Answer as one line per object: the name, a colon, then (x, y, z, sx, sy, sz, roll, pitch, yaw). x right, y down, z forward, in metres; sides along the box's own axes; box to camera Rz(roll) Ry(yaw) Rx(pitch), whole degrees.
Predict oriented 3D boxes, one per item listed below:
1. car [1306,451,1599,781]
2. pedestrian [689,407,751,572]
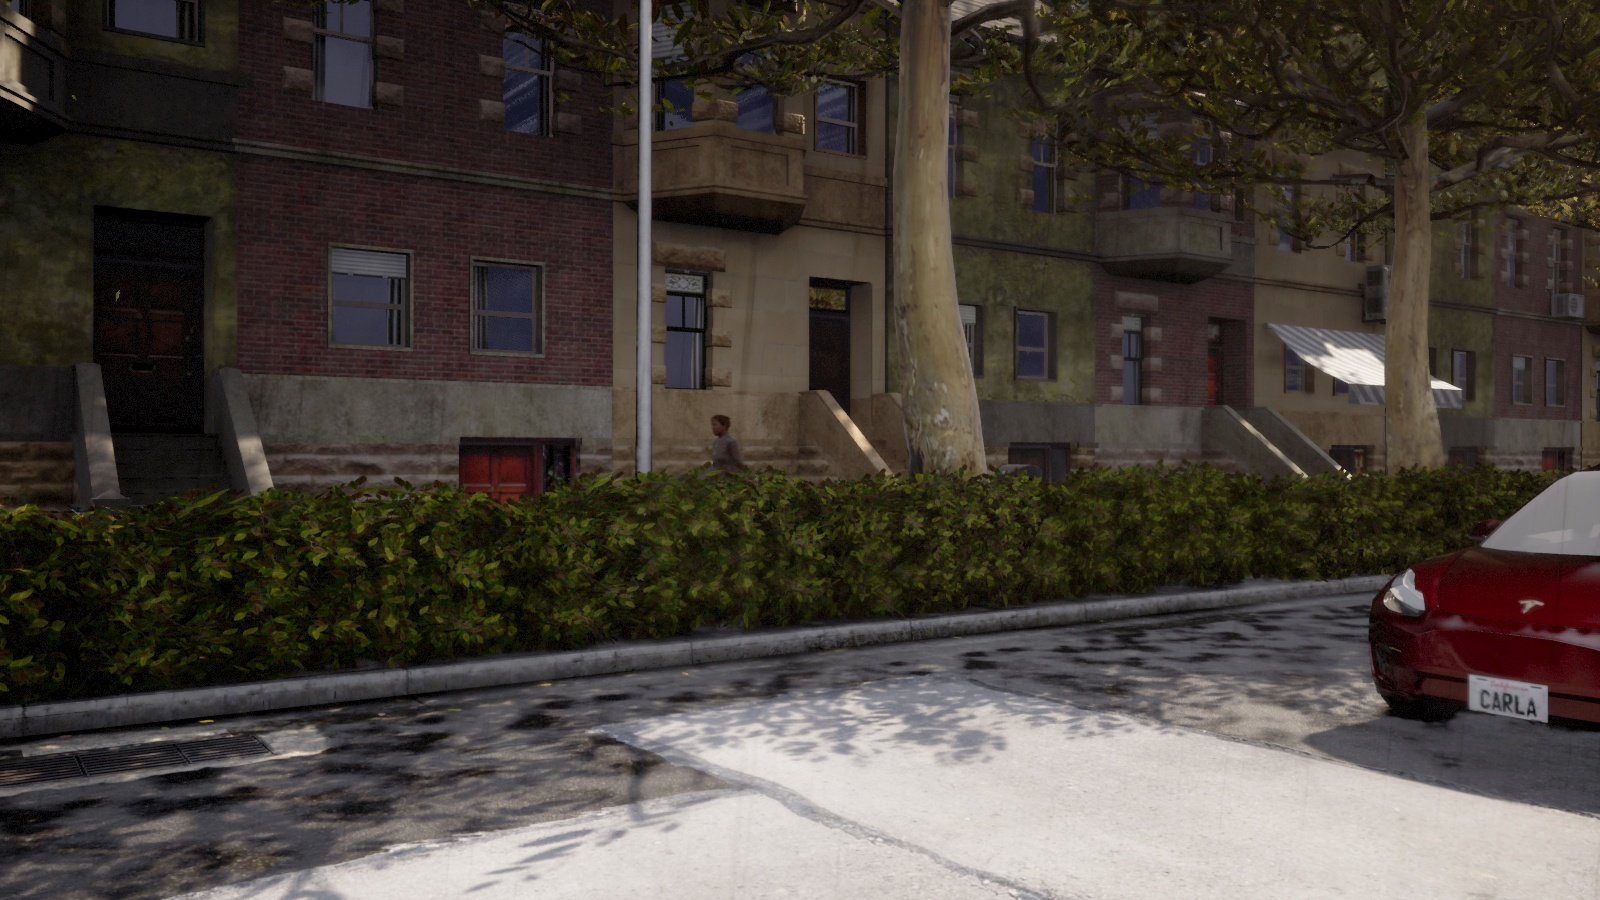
car: (5.358, 0.751, 7.358, 4.792, 1.488, 2.163, 0, 0, -35)
pedestrian: (-0.917, 0.438, 14.322, 0.634, 1.846, 0.331, 0, 0, -21)
